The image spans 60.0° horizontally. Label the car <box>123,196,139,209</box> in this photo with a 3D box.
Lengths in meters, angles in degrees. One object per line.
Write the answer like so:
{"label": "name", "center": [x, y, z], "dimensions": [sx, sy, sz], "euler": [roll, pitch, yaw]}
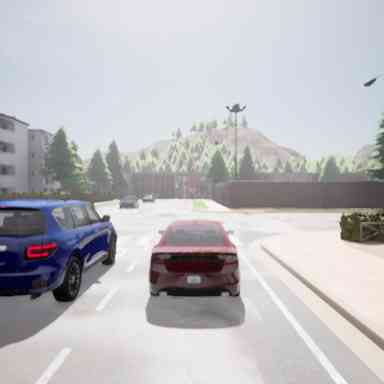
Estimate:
{"label": "car", "center": [-7.828, 1.292, 41.751], "dimensions": [1.837, 1.490, 4.892], "euler": [0, 1, 0]}

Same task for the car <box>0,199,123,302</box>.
{"label": "car", "center": [-3.440, 1.182, 8.284], "dimensions": [2.150, 2.045, 5.566], "euler": [0, 0, 0]}

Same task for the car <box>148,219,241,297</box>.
{"label": "car", "center": [0.096, 1.437, 8.542], "dimensions": [1.882, 1.535, 5.008], "euler": [0, 0, 1]}

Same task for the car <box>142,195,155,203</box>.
{"label": "car", "center": [-7.813, 1.250, 60.018], "dimensions": [2.033, 1.411, 5.357], "euler": [0, 0, 0]}
